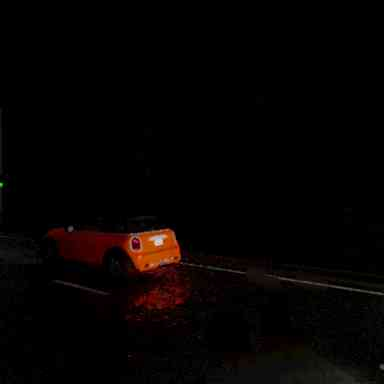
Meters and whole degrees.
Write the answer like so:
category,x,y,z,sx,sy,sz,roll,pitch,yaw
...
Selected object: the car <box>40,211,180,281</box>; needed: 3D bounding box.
category,x,y,z,sx,sy,sz,roll,pitch,yaw
car,-2.624,1.374,10.166,4.553,1.767,2.097,0,0,35
